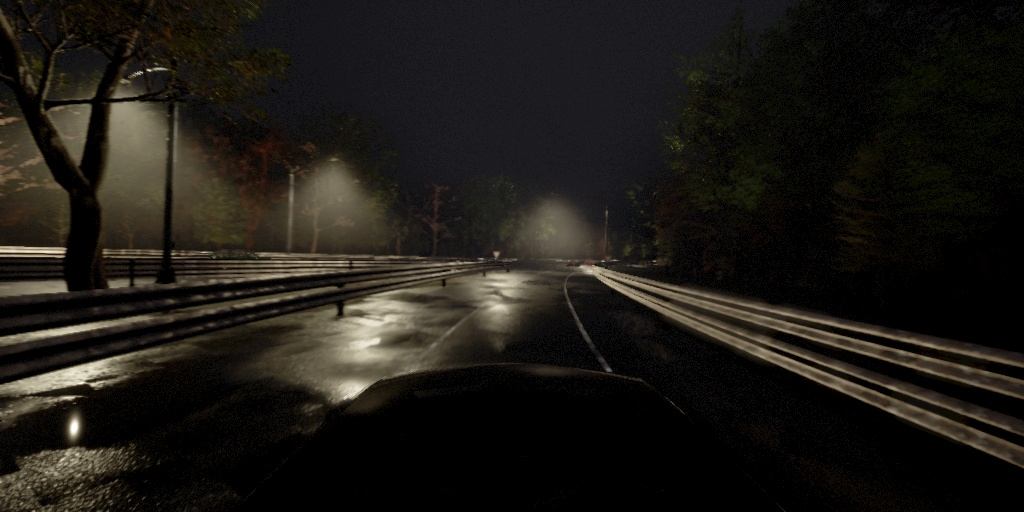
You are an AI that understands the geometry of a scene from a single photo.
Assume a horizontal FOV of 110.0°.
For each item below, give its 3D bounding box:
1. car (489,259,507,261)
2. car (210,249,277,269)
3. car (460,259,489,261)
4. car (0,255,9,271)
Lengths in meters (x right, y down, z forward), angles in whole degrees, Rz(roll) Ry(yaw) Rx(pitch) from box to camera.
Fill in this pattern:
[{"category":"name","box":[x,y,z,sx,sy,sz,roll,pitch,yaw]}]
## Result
[{"category":"car","box":[-3.384,1.141,56.030,2.033,1.411,5.357,2,0,30]},{"category":"car","box":[-22.300,0.279,29.915,2.097,1.767,4.553,2,0,30]},{"category":"car","box":[-5.302,1.090,45.610,1.812,1.442,4.674,2,0,30]},{"category":"car","box":[-23.638,0.145,13.439,2.150,2.045,5.566,2,0,30]}]
